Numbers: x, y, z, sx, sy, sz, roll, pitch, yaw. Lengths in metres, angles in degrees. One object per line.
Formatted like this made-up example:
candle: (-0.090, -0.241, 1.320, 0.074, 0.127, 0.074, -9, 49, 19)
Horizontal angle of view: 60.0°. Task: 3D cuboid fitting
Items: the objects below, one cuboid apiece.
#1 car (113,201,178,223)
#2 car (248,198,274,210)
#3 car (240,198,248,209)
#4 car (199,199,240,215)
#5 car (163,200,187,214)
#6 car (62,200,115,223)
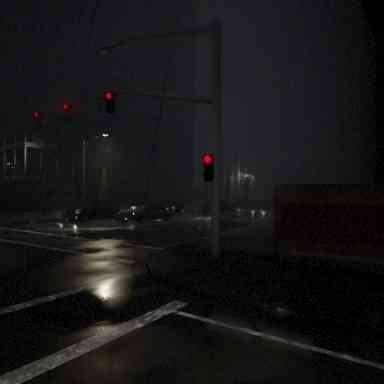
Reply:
car: (-3.525, 1.656, 26.016, 1.895, 1.301, 4.718, 0, 0, 36)
car: (9.607, 1.581, 44.306, 1.812, 1.442, 4.674, 0, 0, 36)
car: (7.252, 1.603, 47.025, 2.033, 1.411, 5.357, 0, 0, 36)
car: (2.685, 1.533, 34.682, 1.882, 1.535, 5.008, 0, 0, 35)
car: (-2.469, 1.560, 33.498, 1.837, 1.490, 4.892, 0, 0, 36)
car: (-7.789, 1.407, 26.068, 2.097, 1.767, 4.553, 0, 0, 36)
